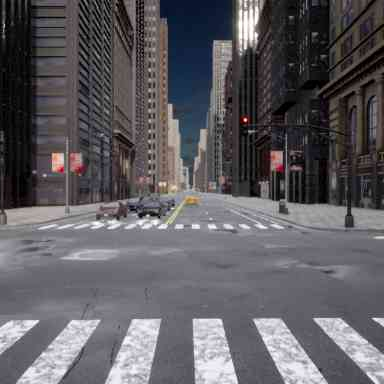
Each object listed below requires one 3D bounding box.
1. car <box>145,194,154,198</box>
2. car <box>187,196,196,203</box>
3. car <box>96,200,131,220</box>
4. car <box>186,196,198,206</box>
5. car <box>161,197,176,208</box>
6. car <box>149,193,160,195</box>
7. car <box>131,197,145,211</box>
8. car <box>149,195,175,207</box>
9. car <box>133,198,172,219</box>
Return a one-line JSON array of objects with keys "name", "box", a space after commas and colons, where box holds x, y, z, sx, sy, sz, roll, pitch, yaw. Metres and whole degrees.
[{"name": "car", "box": [-6.693, 1.470, 47.332, 1.837, 1.490, 4.892, 0, 0, 0]}, {"name": "car", "box": [-0.050, 1.521, 70.043, 1.895, 1.301, 4.718, 0, 0, 0]}, {"name": "car", "box": [-6.653, 1.510, 27.984, 1.812, 1.442, 4.674, 0, 0, 0]}, {"name": "car", "box": [-0.017, 1.433, 54.406, 1.882, 1.535, 5.008, 0, 0, 0]}, {"name": "car", "box": [-3.452, 1.510, 49.712, 2.033, 1.411, 5.357, 0, 0, 0]}, {"name": "car", "box": [-6.677, 1.170, 57.782, 2.150, 2.045, 5.566, 0, 0, 1]}, {"name": "car", "box": [-6.673, 1.577, 37.092, 1.895, 1.301, 4.718, 0, 0, 0]}, {"name": "car", "box": [-3.424, 1.466, 39.160, 2.128, 1.511, 4.902, 0, 0, 0]}, {"name": "car", "box": [-3.381, 1.531, 29.420, 2.033, 1.411, 5.357, 0, 0, 4]}]
